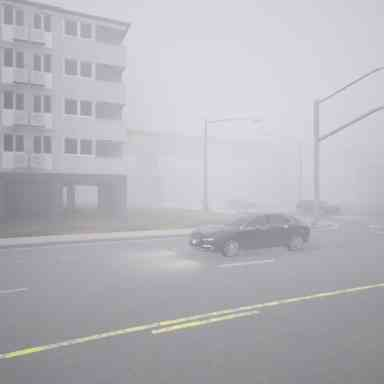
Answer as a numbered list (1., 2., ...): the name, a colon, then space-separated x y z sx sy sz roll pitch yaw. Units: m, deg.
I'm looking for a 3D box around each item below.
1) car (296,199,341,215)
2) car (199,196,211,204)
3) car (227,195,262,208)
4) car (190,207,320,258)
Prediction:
1. car: 12.627 1.505 33.521 1.837 1.490 4.892 0 0 -25
2. car: 2.459 1.492 62.355 2.128 1.511 4.902 0 0 5
3. car: 6.779 1.548 45.666 2.033 1.411 5.357 0 0 -26
4. car: 2.271 1.505 12.684 4.892 1.490 1.837 0 0 -25
